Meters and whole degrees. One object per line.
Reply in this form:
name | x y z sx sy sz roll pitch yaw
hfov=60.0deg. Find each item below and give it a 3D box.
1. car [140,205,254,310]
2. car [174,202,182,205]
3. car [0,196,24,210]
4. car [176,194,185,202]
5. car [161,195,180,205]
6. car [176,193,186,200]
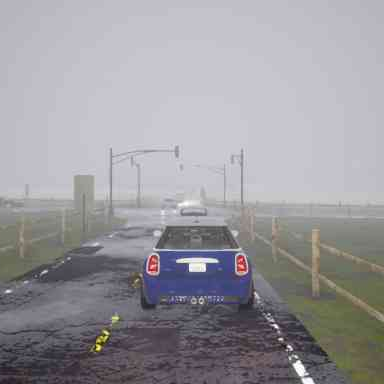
car | 0.096 1.353 7.990 2.097 1.767 4.553 0 0 0
car | 0.092 1.507 17.155 1.837 1.490 4.892 0 0 0
car | -21.052 1.112 36.272 5.008 1.535 1.882 1 0 0
car | -2.825 1.579 62.128 1.994 1.385 4.181 0 0 1
car | -2.885 1.516 42.491 1.812 1.442 4.674 1 0 0
car | -2.714 1.248 74.952 2.150 2.045 5.566 0 0 0
